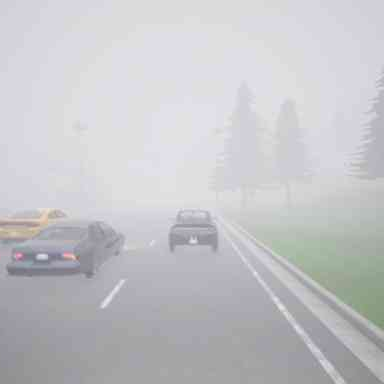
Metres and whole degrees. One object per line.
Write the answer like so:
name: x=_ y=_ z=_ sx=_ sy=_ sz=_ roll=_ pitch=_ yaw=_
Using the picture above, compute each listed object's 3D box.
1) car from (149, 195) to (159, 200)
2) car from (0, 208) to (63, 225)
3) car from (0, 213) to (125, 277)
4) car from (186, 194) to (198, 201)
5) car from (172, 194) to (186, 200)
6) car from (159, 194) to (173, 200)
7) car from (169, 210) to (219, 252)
car: x=-10.466 y=1.573 z=90.884 sx=2.033 sy=1.411 sz=5.357 roll=0 pitch=0 yaw=2
car: x=-6.923 y=1.484 z=15.485 sx=1.882 sy=1.535 sz=5.008 roll=0 pitch=0 yaw=0
car: x=-3.459 y=1.552 z=10.241 sx=2.033 sy=1.411 sz=5.357 roll=0 pitch=0 yaw=0
car: x=0.022 y=1.535 z=90.219 sx=1.837 sy=1.490 sz=4.892 roll=0 pitch=0 yaw=2
car: x=-3.472 y=1.587 z=90.608 sx=1.994 sy=1.385 sz=4.181 roll=0 pitch=0 yaw=2
car: x=-6.963 y=1.389 z=91.180 sx=2.097 sy=1.767 sz=4.553 roll=0 pitch=0 yaw=2
car: x=0.070 y=1.498 z=13.961 sx=2.128 sy=1.511 sz=4.902 roll=0 pitch=0 yaw=0
